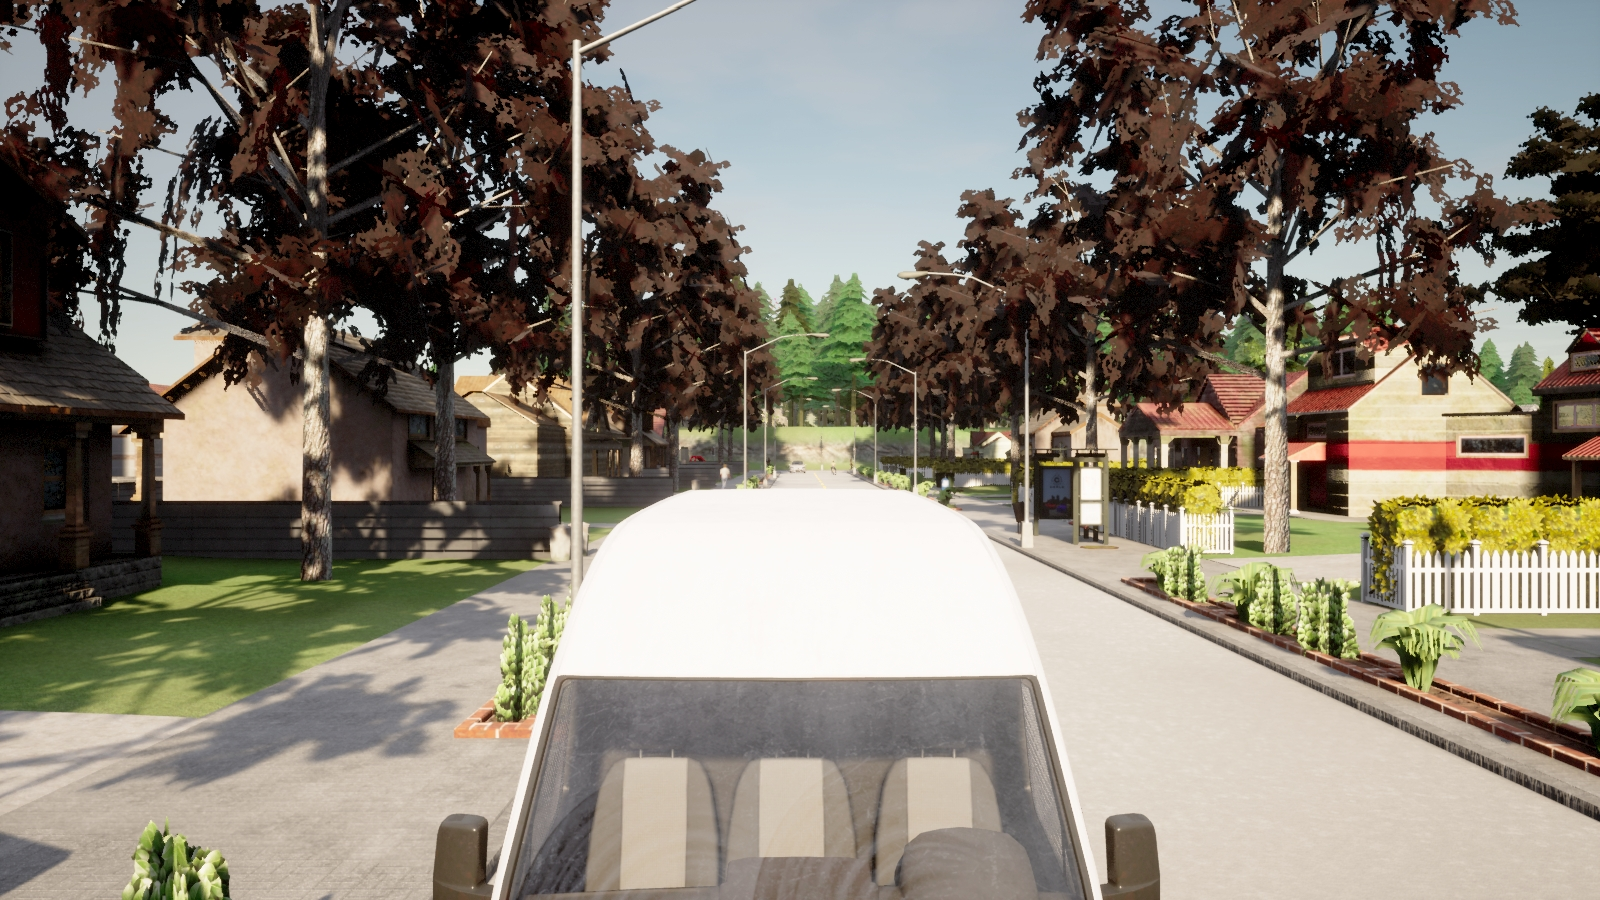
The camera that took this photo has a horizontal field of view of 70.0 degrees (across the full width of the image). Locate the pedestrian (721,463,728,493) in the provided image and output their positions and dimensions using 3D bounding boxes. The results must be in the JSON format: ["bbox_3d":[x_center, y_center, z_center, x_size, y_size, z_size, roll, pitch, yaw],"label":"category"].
[{"bbox_3d":[-4.702,1.743,71.034,0.375,1.860,0.375,0,0,3],"label":"pedestrian"}]

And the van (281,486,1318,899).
[{"bbox_3d":[-0.006,1.534,5.149,1.988,2.561,5.915,0,0,0],"label":"van"}]
